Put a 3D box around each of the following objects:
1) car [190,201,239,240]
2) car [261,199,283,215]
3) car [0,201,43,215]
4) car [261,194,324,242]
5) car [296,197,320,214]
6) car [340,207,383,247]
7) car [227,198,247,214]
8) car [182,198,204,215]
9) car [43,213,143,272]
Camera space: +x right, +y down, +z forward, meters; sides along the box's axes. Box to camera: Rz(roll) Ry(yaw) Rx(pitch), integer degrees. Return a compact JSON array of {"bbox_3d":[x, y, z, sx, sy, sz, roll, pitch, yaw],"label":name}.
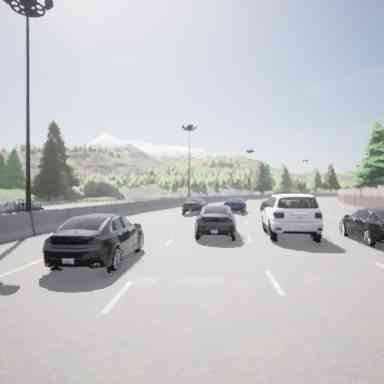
[{"bbox_3d":[1.236,1.416,16.505,1.837,1.490,4.892,0,0,7],"label":"car"},{"bbox_3d":[7.849,1.390,32.710,1.994,1.385,4.181,0,0,14],"label":"car"},{"bbox_3d":[-12.218,1.367,22.714,2.128,1.511,4.902,0,0,9],"label":"car"},{"bbox_3d":[4.678,1.132,16.108,2.150,2.045,5.566,0,0,7],"label":"car"},{"bbox_3d":[11.731,1.299,33.823,1.882,1.535,5.008,0,0,15],"label":"car"},{"bbox_3d":[8.042,1.428,14.539,1.837,1.490,4.892,0,0,6],"label":"car"},{"bbox_3d":[4.374,1.300,33.290,1.882,1.535,5.008,0,0,14],"label":"car"},{"bbox_3d":[0.382,1.335,31.702,1.837,1.490,4.892,0,0,13],"label":"car"},{"bbox_3d":[-2.874,1.447,10.632,1.837,1.490,4.892,0,0,4],"label":"car"}]
